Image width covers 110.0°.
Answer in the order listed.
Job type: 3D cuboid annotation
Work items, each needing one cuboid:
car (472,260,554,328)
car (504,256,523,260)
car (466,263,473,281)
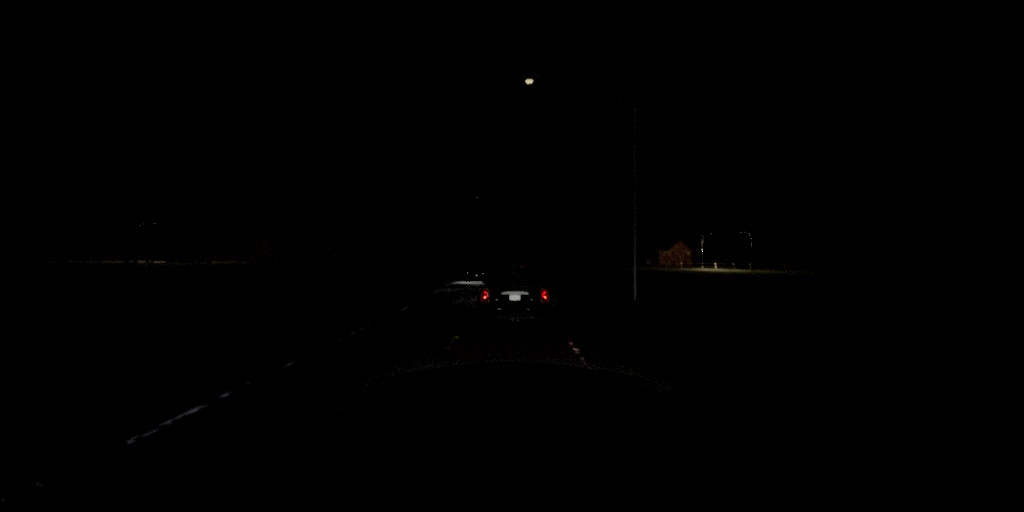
[{"bbox_3d":[0.087,1.125,11.573,2.097,1.767,4.553,0,0,0],"label":"car"},{"bbox_3d":[0.105,1.056,32.745,2.150,2.045,5.566,0,0,0],"label":"car"},{"bbox_3d":[-2.843,1.335,31.242,1.837,1.490,4.892,0,0,0],"label":"car"}]
